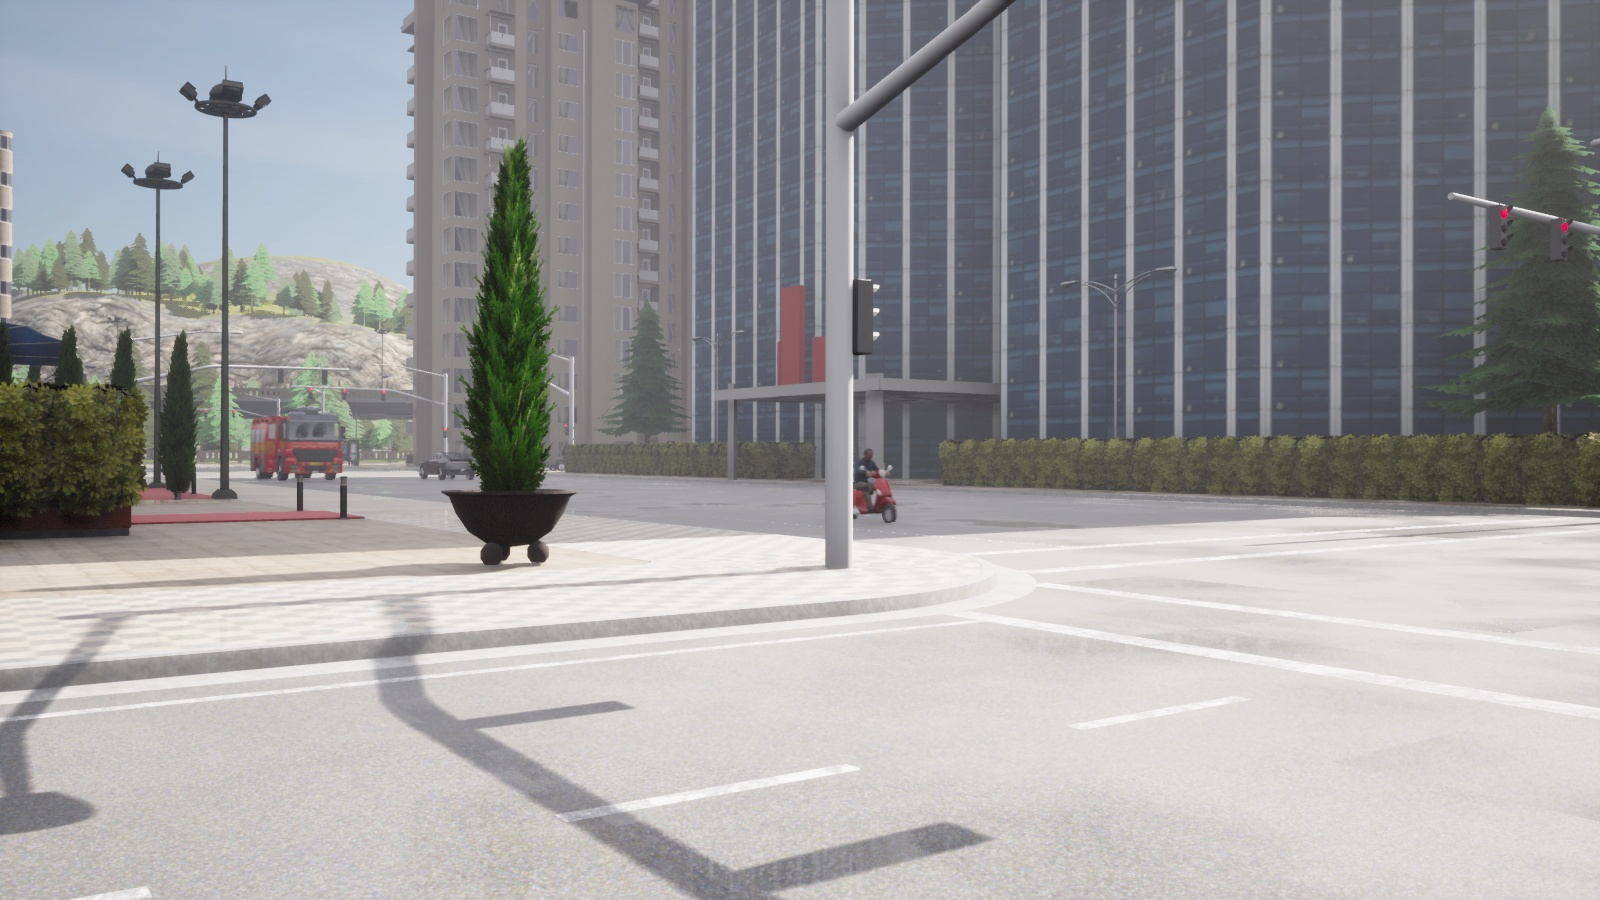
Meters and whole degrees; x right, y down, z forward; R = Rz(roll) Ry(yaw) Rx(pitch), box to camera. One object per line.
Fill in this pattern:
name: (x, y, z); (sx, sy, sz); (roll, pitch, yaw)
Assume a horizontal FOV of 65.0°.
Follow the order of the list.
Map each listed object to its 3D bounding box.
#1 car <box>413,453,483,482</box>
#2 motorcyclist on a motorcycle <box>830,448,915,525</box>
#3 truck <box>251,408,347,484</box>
car: (-19.264, 0.910, 68.567); (2.128, 1.511, 4.902); (0, 0, -35)
motorcyclist on a motorcycle: (1.540, 0.761, 26.961); (0.866, 1.590, 1.817); (0, 0, -35)
truck: (-27.002, -0.198, 67.391); (2.891, 3.827, 8.468); (0, 0, -35)
